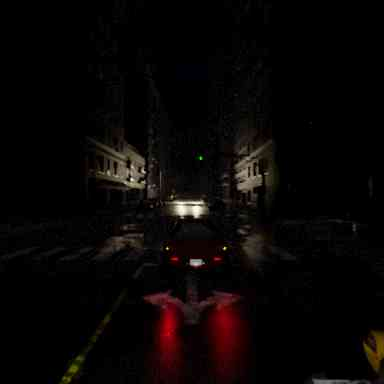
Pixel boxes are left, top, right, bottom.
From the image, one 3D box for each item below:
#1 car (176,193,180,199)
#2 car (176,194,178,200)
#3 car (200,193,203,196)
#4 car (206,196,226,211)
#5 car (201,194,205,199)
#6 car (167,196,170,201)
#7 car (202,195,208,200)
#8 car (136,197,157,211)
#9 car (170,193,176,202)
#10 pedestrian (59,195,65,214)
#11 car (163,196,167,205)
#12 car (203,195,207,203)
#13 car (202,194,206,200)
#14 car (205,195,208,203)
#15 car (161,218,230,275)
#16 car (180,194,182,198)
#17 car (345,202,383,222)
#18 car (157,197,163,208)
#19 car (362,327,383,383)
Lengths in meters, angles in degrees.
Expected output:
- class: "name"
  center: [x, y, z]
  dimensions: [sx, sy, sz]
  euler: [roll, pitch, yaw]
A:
- class: "car"
  center: [-4.919, 1.493, 89.022]
  dimensions: [1.947, 1.339, 4.313]
  euler: [1, 0, 1]
- class: "car"
  center: [-5.058, 1.505, 77.964]
  dimensions: [1.947, 1.339, 4.313]
  euler: [1, 0, 1]
- class: "car"
  center: [3.467, 1.489, 77.871]
  dimensions: [2.008, 1.369, 4.403]
  euler: [1, 0, 1]
- class: "car"
  center: [2.981, 1.539, 39.159]
  dimensions: [1.947, 1.339, 4.313]
  euler: [1, 0, 1]
- class: "car"
  center: [3.328, 1.515, 66.810]
  dimensions: [1.947, 1.339, 4.313]
  euler: [1, 0, 1]
- class: "car"
  center: [-5.335, 1.505, 55.848]
  dimensions: [1.887, 1.381, 4.507]
  euler: [1, 0, 1]
- class: "car"
  center: [3.675, 1.502, 94.462]
  dimensions: [1.802, 1.307, 4.206]
  euler: [1, 0, 1]
- class: "car"
  center: [-5.544, 1.556, 39.262]
  dimensions: [1.802, 1.307, 4.206]
  euler: [1, 0, 1]
- class: "car"
  center: [-5.129, 1.470, 72.265]
  dimensions: [1.752, 1.417, 4.829]
  euler: [1, 0, 1]
- class: "pedestrian"
  center: [-12.366, 1.129, 31.527]
  dimensions: [0.375, 1.860, 0.375]
  euler: [0, -1, 0]
- class: "car"
  center: [-5.405, 1.516, 50.320]
  dimensions: [2.008, 1.369, 4.403]
  euler: [1, 0, 1]
- class: "car"
  center: [3.120, 1.515, 50.219]
  dimensions: [2.008, 1.369, 4.403]
  euler: [1, 0, 1]
- class: "car"
  center: [3.189, 1.504, 55.750]
  dimensions: [1.887, 1.381, 4.507]
  euler: [1, 0, 1]
- class: "car"
  center: [3.051, 1.514, 44.689]
  dimensions: [1.887, 1.381, 4.507]
  euler: [1, 0, 1]
- class: "car"
  center: [0.098, 1.520, 10.278]
  dimensions: [1.812, 1.442, 4.674]
  euler: [0, 0, 0]
- class: "car"
  center: [-4.847, 1.236, 94.550]
  dimensions: [2.192, 1.841, 5.009]
  euler: [1, 0, 1]
- class: "car"
  center: [15.140, 1.643, 27.186]
  dimensions: [4.892, 1.490, 1.837]
  euler: [-1, -1, 0]
- class: "car"
  center: [-5.475, 1.535, 44.791]
  dimensions: [1.947, 1.339, 4.313]
  euler: [1, 0, 1]
- class: "car"
  center: [2.675, 1.524, 1.665]
  dimensions: [1.752, 1.417, 4.829]
  euler: [1, 0, 0]
